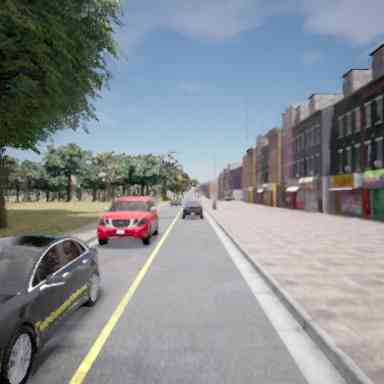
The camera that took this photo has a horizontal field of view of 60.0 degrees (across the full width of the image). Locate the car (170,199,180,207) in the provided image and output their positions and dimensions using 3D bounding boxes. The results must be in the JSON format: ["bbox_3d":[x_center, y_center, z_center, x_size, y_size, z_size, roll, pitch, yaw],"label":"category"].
[{"bbox_3d":[-2.867,1.897,59.625,1.994,1.385,4.181,0,0,1],"label":"car"}]

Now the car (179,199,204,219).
[{"bbox_3d":[0.066,1.604,30.592,1.837,1.490,4.892,0,0,0],"label":"car"}]

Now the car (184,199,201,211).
[{"bbox_3d":[0.047,1.689,43.969,2.128,1.511,4.902,0,0,0],"label":"car"}]

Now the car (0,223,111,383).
[{"bbox_3d":[-2.852,1.511,5.269,1.837,1.490,4.892,0,0,0],"label":"car"}]

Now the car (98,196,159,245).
[{"bbox_3d":[-2.855,1.251,16.070,2.150,2.045,5.566,0,0,0],"label":"car"}]
